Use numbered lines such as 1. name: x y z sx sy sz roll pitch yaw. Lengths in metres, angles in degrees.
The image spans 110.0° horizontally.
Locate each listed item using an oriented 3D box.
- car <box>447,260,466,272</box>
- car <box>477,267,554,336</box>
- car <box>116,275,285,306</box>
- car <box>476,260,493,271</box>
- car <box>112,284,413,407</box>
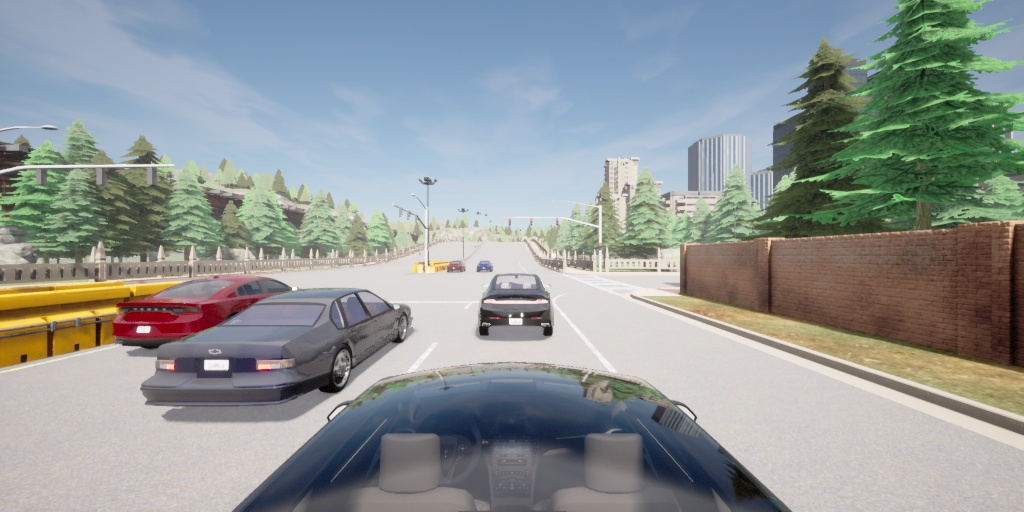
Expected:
1. car: -6.905 1.276 44.775 1.812 1.442 4.674 0 0 0
2. car: 0.127 1.242 10.377 2.128 1.511 4.902 0 0 1
3. car: -6.901 1.228 9.192 1.882 1.535 5.008 0 0 0
4. car: -3.409 1.276 45.484 1.812 1.442 4.674 0 0 0
5. car: -3.400 1.297 6.630 2.033 1.411 5.357 0 0 0
